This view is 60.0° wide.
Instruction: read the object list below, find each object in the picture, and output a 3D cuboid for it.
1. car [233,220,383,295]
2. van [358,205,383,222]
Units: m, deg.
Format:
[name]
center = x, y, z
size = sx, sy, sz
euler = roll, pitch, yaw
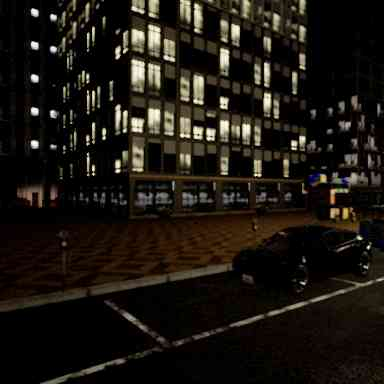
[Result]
[car]
center = 3.026, 1.570, 8.718
size = 4.313, 1.339, 1.947
euler = 0, 0, -35
[van]
center = 7.640, 1.349, 12.009
size = 3.998, 1.788, 1.690
euler = 0, 0, -35
